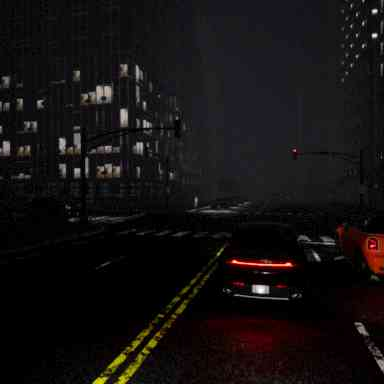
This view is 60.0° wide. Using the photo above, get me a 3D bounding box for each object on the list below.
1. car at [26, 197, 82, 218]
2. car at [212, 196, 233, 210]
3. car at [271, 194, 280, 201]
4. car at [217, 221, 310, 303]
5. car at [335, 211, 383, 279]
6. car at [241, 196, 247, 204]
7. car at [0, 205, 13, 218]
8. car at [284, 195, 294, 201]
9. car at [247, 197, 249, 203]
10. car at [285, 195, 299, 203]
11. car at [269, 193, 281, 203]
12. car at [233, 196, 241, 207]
[{"bbox_3d":[-11.833,1.216,28.601,4.553,1.767,2.097,1,1,15],"label":"car"},{"bbox_3d":[3.807,1.501,42.855,1.812,1.442,4.674,0,0,14],"label":"car"},{"bbox_3d":[20.149,1.235,80.353,1.882,1.535,5.008,0,0,14],"label":"car"},{"bbox_3d":[1.830,1.501,8.331,1.837,1.490,4.892,0,0,14],"label":"car"},{"bbox_3d":[5.697,1.347,9.943,2.097,1.767,4.553,0,0,14],"label":"car"},{"bbox_3d":[8.405,1.481,60.838,1.812,1.442,4.674,0,0,15],"label":"car"},{"bbox_3d":[-16.833,1.434,27.150,4.313,1.339,1.947,1,1,15],"label":"car"},{"bbox_3d":[23.425,1.449,80.045,2.128,1.511,4.902,0,0,14],"label":"car"},{"bbox_3d":[10.936,1.496,70.501,1.994,1.385,4.181,0,0,14],"label":"car"},{"bbox_3d":[19.661,1.472,64.849,1.812,1.442,4.674,0,0,15],"label":"car"},{"bbox_3d":[17.589,1.157,70.286,2.150,2.045,5.566,0,0,14],"label":"car"},{"bbox_3d":[6.090,1.471,51.839,1.837,1.490,4.892,0,0,14],"label":"car"}]
